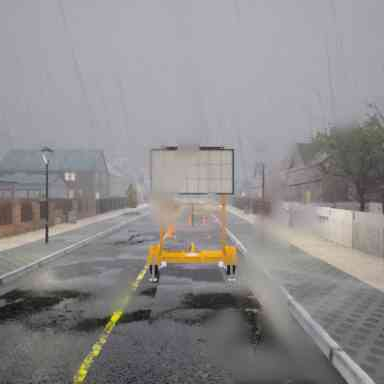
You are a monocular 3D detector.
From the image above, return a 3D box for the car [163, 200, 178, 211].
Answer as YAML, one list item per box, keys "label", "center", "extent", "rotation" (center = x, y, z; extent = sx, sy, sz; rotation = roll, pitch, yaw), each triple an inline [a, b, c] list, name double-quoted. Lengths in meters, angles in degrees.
- label: "car"
  center: [-2.729, 1.640, 40.891]
  extent: [1.994, 1.385, 4.181]
  rotation: [0, 0, 0]

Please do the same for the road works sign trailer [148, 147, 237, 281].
- label: "road works sign trailer"
  center: [0.019, 0.471, 9.835]
  extent: [2.380, 3.560, 2.880]
  rotation: [0, 0, 0]
